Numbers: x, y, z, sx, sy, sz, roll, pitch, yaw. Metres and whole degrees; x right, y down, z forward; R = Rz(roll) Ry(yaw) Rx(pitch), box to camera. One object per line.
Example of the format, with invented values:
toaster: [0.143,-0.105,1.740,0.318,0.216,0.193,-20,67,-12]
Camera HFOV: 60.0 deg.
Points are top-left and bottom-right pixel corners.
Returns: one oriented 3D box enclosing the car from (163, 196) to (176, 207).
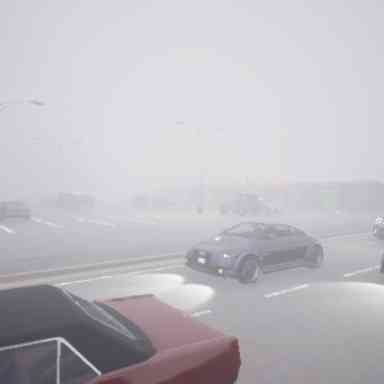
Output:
car: [-3.805,1.278,44.955,1.784,1.438,3.905,0,0,-36]

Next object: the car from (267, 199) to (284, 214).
car: [6.583,1.324,30.913,1.970,1.475,3.806,0,0,-36]

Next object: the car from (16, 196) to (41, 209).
car: [-24.043,1.329,48.755,1.970,1.475,3.806,0,0,-36]

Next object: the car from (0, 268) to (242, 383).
car: [-1.938,1.598,2.576,4.718,1.301,1.895,0,0,-35]

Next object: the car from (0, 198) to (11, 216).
car: [-19.715,1.354,33.179,1.970,1.475,3.806,0,0,-36]

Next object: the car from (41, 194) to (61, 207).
car: [-21.713,1.290,50.474,1.784,1.438,3.905,0,0,-36]

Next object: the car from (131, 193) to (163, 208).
car: [-6.174,1.074,43.286,1.932,1.855,4.605,0,0,-36]

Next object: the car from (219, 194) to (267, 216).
car: [4.247,1.092,29.202,1.905,1.878,3.866,0,0,-36]

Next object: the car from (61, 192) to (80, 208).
car: [-19.584,1.074,52.107,1.932,1.855,4.605,0,0,-36]

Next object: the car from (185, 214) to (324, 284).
car: [1.879,1.542,9.547,4.181,1.385,1.994,0,0,-35]

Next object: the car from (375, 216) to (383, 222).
car: [10.431,1.307,15.450,4.553,1.767,2.097,0,0,-35]

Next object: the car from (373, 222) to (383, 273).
car: [6.759,1.538,8.673,4.181,1.385,1.994,0,0,-34]
